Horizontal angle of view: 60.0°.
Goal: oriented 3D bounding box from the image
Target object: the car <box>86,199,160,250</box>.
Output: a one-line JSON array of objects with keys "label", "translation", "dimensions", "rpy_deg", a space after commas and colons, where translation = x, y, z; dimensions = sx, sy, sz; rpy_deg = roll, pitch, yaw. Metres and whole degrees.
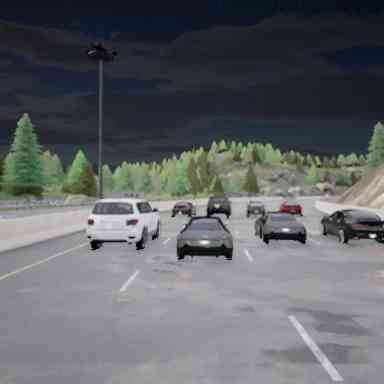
[{"label": "car", "translation": [-2.860, 1.310, 14.948], "dimensions": [2.150, 2.045, 5.566], "rpy_deg": [0, 0, 4]}]

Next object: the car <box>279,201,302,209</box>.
[{"label": "car", "translation": [10.201, 1.681, 34.506], "dimensions": [1.882, 1.535, 5.008], "rpy_deg": [0, 0, 10]}]

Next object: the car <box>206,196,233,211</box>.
[{"label": "car", "translation": [2.698, 1.411, 32.296], "dimensions": [2.150, 2.045, 5.566], "rpy_deg": [0, 0, 9]}]

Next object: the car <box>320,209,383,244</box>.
[{"label": "car", "translation": [7.790, 1.602, 16.389], "dimensions": [1.837, 1.490, 4.892], "rpy_deg": [0, 0, 4]}]

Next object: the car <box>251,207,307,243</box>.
[{"label": "car", "translation": [4.311, 1.662, 16.685], "dimensions": [1.994, 1.385, 4.181], "rpy_deg": [0, 0, 5]}]

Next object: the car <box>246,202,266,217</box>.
[{"label": "car", "translation": [6.555, 1.726, 34.065], "dimensions": [1.812, 1.442, 4.674], "rpy_deg": [0, 0, 10]}]

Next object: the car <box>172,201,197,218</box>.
[{"label": "car", "translation": [-0.710, 1.698, 32.960], "dimensions": [1.837, 1.490, 4.892], "rpy_deg": [0, 0, 9]}]

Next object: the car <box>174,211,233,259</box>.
[{"label": "car", "translation": [0.532, 1.640, 12.926], "dimensions": [1.994, 1.385, 4.181], "rpy_deg": [0, 0, 3]}]
